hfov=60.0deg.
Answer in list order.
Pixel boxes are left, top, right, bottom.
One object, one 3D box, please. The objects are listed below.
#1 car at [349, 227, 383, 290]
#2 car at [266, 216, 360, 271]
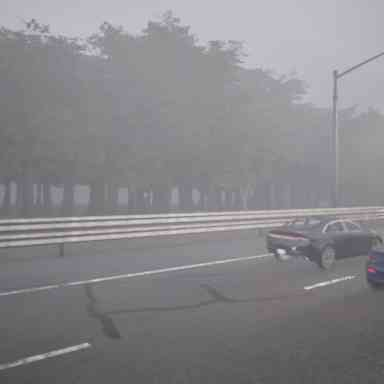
[{"bbox_3d":[5.974,1.613,8.013,4.674,1.442,1.812,1,0,-36],"label":"car"},{"bbox_3d":[4.645,1.587,11.348,4.902,1.511,2.128,1,0,-35],"label":"car"}]
